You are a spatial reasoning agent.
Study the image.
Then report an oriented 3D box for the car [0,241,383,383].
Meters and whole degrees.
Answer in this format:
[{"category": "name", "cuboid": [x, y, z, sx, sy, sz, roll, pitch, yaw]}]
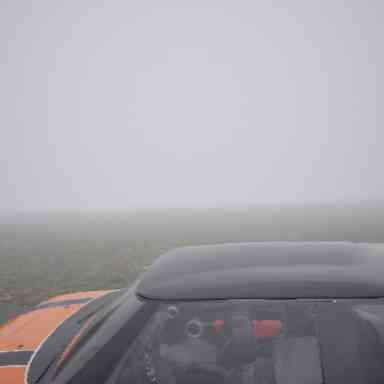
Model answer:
[{"category": "car", "cuboid": [0.116, 1.263, 2.553, 4.553, 1.767, 2.097, -3, 4, 7]}]
